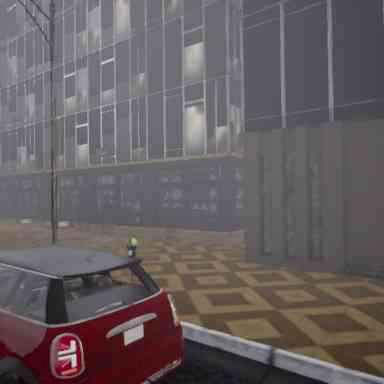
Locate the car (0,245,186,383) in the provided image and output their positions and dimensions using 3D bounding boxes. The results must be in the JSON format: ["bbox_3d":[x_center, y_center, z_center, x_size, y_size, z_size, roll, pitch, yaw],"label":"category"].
[{"bbox_3d":[-2.154,1.440,4.427,4.097,1.590,1.967,0,-1,36],"label":"car"}]
